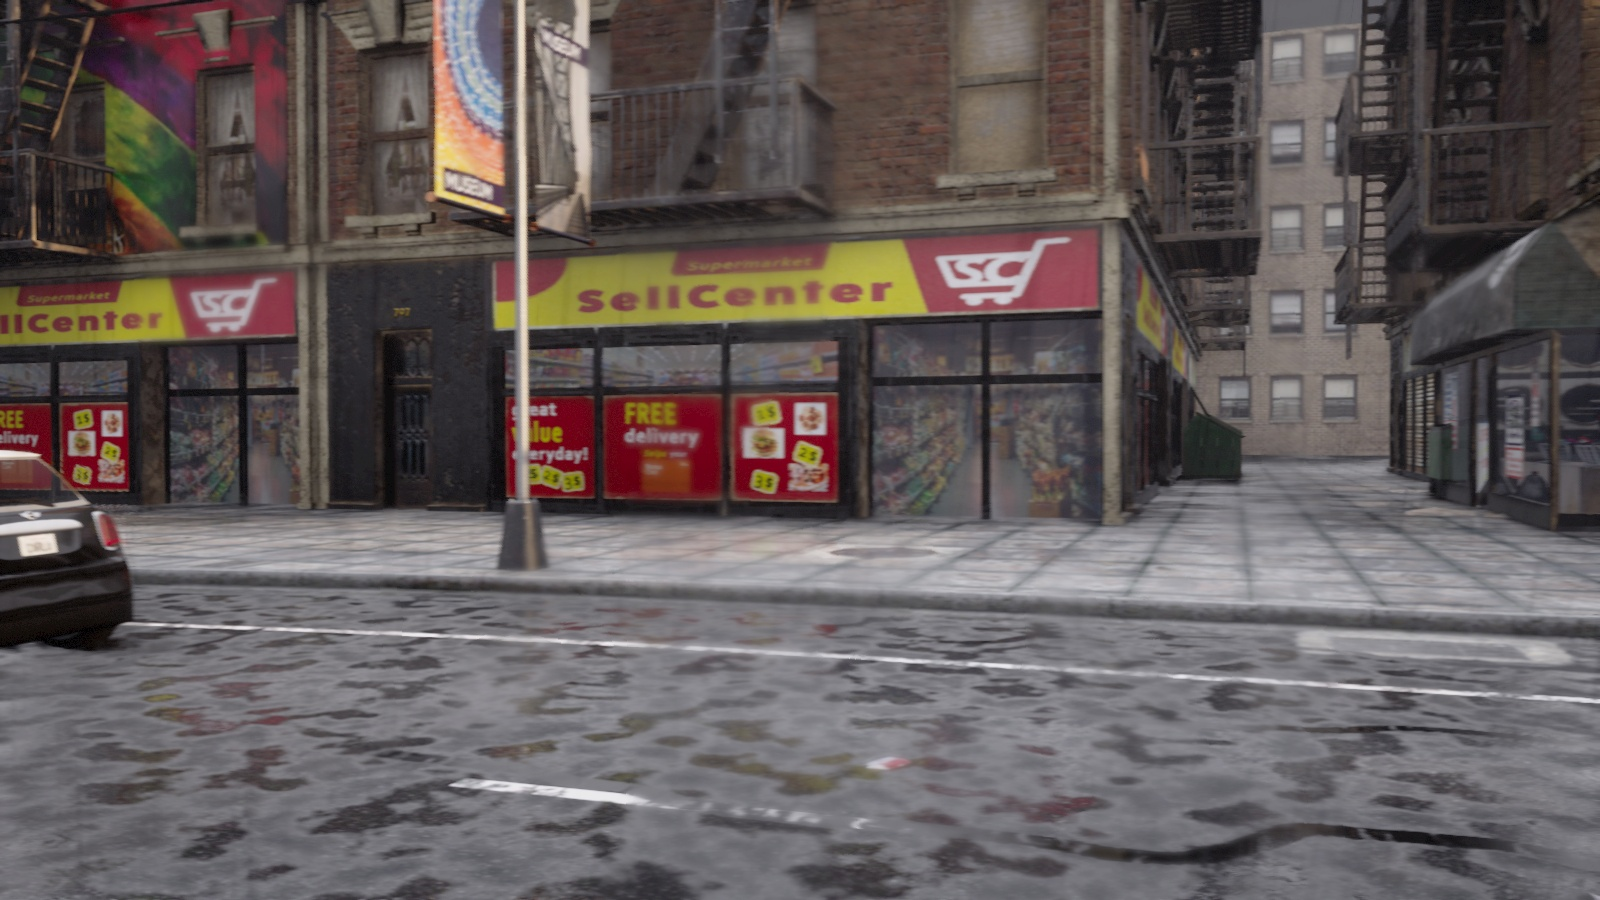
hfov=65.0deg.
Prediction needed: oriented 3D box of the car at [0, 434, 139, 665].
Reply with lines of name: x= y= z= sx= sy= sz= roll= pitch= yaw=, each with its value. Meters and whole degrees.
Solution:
car: x=-6.954 y=0.626 z=8.711 sx=3.806 sy=1.475 sz=1.970 roll=0 pitch=1 yaw=12
